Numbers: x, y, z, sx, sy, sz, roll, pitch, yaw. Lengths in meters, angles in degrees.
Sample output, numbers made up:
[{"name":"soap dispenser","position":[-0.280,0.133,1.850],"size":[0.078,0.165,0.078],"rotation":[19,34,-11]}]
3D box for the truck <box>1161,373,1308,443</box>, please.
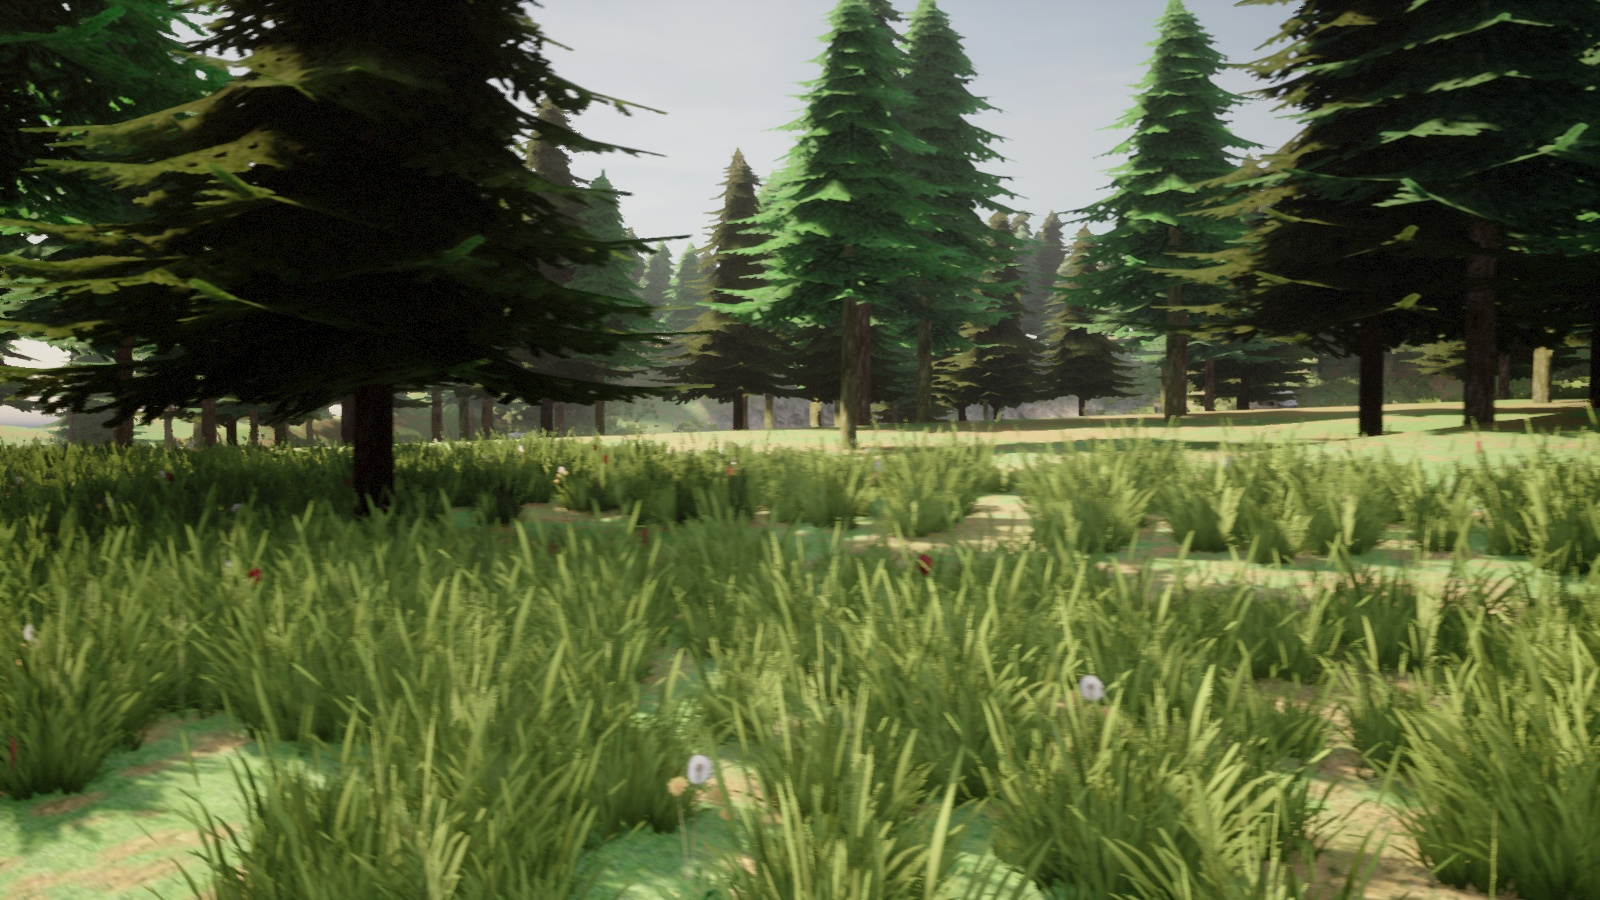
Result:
[{"name":"truck","position":[27.030,-2.527,78.446],"size":[7.936,3.462,2.891],"rotation":[-7,-3,42]}]
